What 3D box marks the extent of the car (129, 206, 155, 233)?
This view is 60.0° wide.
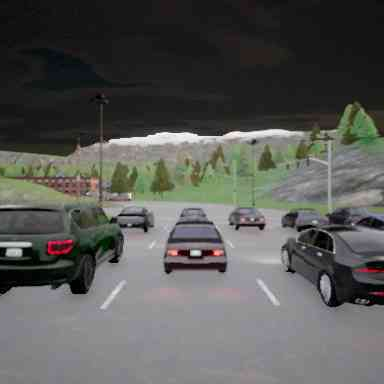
[{"bbox_3d":[-3.436,1.629,20.714,2.128,1.511,4.902,0,0,0],"label":"car"}]

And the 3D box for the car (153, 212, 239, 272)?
[{"bbox_3d":[0.091,1.620,10.975,2.033,1.411,5.357,0,0,0],"label":"car"}]

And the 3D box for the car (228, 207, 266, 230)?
[{"bbox_3d":[3.546,1.694,22.181,2.033,1.411,5.357,0,0,-1],"label":"car"}]

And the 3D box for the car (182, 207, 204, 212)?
[{"bbox_3d":[0.068,1.688,21.169,2.033,1.411,5.357,0,0,0],"label":"car"}]

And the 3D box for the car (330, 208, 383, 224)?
[{"bbox_3d":[7.087,1.558,12.076,1.882,1.535,5.008,0,-1,0],"label":"car"}]

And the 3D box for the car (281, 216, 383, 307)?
[{"bbox_3d":[3.593,1.559,8.069,1.837,1.490,4.892,0,0,0],"label":"car"}]

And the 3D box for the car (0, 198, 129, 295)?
[{"bbox_3d":[-3.410,1.281,9.059,2.150,2.045,5.566,0,-1,0],"label":"car"}]

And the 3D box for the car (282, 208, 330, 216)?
[{"bbox_3d":[7.057,1.703,21.156,1.994,1.385,4.181,0,0,0],"label":"car"}]
